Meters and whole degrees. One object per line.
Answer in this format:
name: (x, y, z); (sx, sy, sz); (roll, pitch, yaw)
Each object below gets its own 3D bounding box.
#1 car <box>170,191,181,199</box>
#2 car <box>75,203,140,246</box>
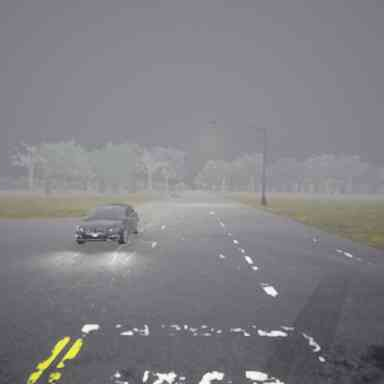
car: (-3.252, 0.548, 67.343); (1.837, 1.490, 4.892); (0, 1, 0)
car: (-3.426, 1.259, 14.264); (1.837, 1.490, 4.892); (1, 1, 0)
